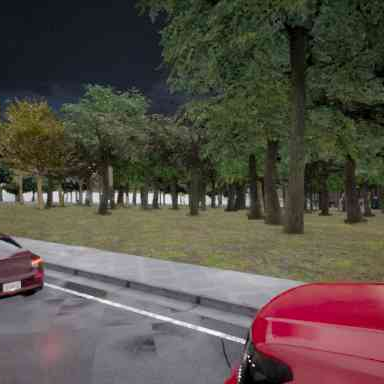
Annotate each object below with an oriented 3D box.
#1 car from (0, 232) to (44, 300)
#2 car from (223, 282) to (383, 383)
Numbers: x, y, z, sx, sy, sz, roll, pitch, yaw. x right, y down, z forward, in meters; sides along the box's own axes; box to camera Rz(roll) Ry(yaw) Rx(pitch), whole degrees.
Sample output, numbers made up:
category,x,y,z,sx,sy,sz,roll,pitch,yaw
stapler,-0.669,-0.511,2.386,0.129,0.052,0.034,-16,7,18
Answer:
category,x,y,z,sx,sy,sz,roll,pitch,yaw
car,-5.086,1.524,7.300,4.674,1.442,1.812,0,0,36
car,2.869,1.221,1.638,5.566,2.045,2.150,0,0,35
